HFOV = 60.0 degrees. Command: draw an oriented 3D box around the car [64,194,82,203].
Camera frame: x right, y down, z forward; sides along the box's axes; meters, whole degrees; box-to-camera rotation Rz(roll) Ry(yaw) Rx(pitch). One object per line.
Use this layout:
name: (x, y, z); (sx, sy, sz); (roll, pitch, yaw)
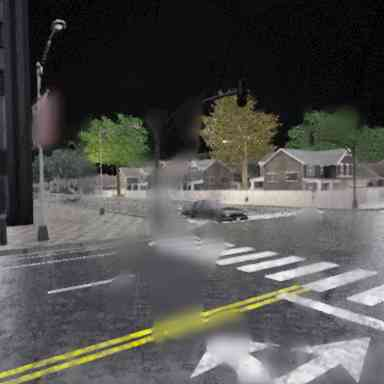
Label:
car: (-19.467, 1.036, 54.277); (2.033, 1.411, 5.357); (-2, 1, -33)

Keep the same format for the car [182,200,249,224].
car: (1.328, 1.230, 22.003); (2.033, 1.411, 5.357); (-2, 1, -33)
